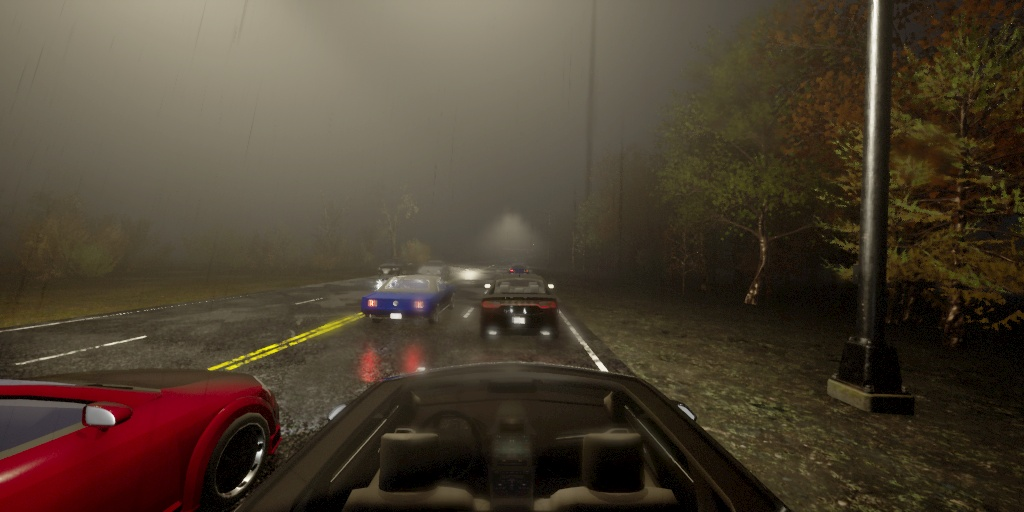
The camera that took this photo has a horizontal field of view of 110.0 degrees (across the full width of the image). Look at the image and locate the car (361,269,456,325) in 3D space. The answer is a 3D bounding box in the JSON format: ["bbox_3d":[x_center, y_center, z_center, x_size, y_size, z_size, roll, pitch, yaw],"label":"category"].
[{"bbox_3d":[-3.014,1.281,11.575,1.895,1.301,4.718,2,0,0],"label":"car"}]

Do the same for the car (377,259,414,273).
[{"bbox_3d":[-9.437,0.967,29.405,2.128,1.511,4.902,2,0,1],"label":"car"}]

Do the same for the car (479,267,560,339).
[{"bbox_3d":[0.203,1.235,10.163,1.882,1.535,5.008,0,0,1],"label":"car"}]

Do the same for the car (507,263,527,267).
[{"bbox_3d":[0.533,1.296,30.611,1.812,1.442,4.674,1,0,0],"label":"car"}]

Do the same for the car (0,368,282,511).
[{"bbox_3d":[-3.141,1.241,1.621,1.994,1.385,4.181,2,0,1],"label":"car"}]

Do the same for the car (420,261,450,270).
[{"bbox_3d":[-6.196,1.101,29.090,1.812,1.442,4.674,2,0,1],"label":"car"}]
